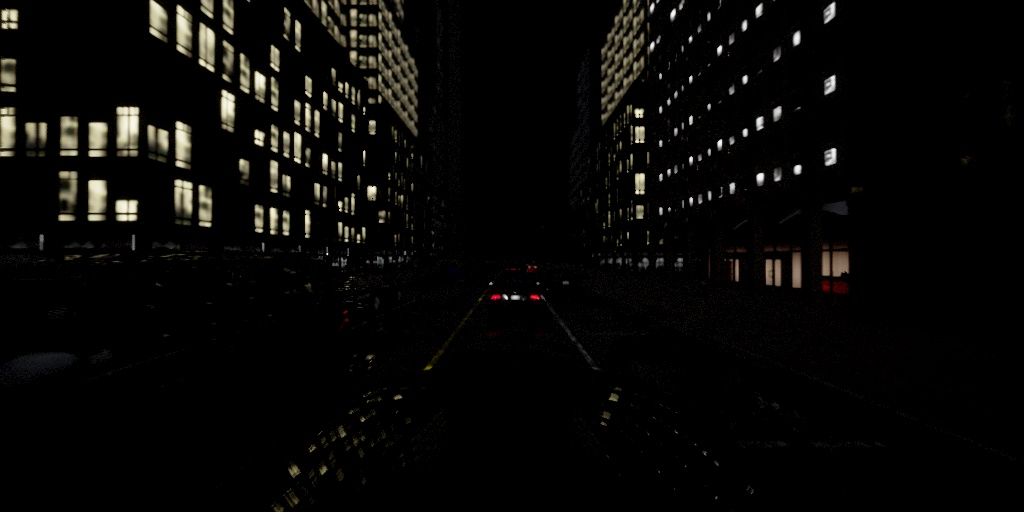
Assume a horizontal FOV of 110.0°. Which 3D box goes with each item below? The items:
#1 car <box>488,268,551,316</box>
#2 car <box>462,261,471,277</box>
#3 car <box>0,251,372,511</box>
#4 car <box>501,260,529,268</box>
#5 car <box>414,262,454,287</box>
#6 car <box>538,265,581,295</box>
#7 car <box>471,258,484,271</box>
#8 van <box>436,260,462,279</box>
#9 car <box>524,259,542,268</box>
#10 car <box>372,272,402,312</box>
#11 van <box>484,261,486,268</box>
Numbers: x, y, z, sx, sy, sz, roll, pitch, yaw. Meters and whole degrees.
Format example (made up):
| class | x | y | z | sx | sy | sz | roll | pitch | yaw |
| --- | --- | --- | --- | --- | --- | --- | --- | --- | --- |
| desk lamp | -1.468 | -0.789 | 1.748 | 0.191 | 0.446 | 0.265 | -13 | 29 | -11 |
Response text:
| class | x | y | z | sx | sy | sz | roll | pitch | yaw |
| --- | --- | --- | --- | --- | --- | --- | --- | --- | --- |
| car | 0.100 | 1.339 | 13.548 | 2.033 | 1.411 | 5.357 | 0 | 0 | 0 |
| car | -5.689 | 1.453 | 37.061 | 1.802 | 1.307 | 4.207 | 0 | 0 | 0 |
| car | -3.100 | 0.974 | 2.318 | 2.150 | 2.045 | 5.566 | 0 | 0 | 0 |
| car | 0.099 | 1.347 | 32.118 | 2.128 | 1.511 | 4.902 | 0 | 0 | 0 |
| car | -5.690 | 1.379 | 25.676 | 1.888 | 1.381 | 4.507 | 0 | 0 | 0 |
| car | 2.691 | 1.380 | 19.971 | 1.948 | 1.339 | 4.313 | 0 | 0 | 0 |
| car | -5.689 | 1.364 | 54.137 | 1.967 | 1.591 | 4.097 | 0 | 0 | 0 |
| van | -5.690 | 1.193 | 31.369 | 1.690 | 1.789 | 3.998 | 0 | 0 | 0 |
| car | 2.692 | 1.329 | 42.738 | 1.967 | 1.591 | 4.097 | 0 | 0 | 0 |
| car | -5.690 | 1.345 | 14.292 | 2.007 | 1.370 | 4.403 | 0 | 0 | 0 |
| van | -5.689 | 1.281 | 59.830 | 1.690 | 1.789 | 3.998 | 0 | 0 | 0 |
